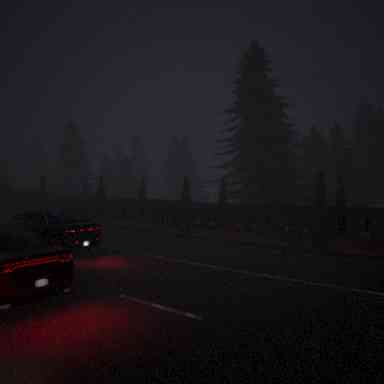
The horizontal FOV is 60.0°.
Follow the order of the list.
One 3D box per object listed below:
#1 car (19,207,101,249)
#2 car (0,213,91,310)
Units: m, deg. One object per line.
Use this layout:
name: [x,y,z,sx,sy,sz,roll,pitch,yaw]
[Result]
car: [-5.375,1.306,12.125,4.892,1.490,1.837,3,2,35]
car: [-4.669,1.385,7.322,5.008,1.535,1.882,2,1,35]
